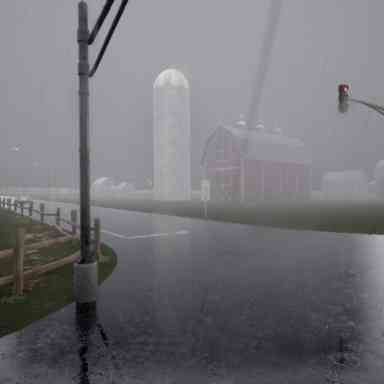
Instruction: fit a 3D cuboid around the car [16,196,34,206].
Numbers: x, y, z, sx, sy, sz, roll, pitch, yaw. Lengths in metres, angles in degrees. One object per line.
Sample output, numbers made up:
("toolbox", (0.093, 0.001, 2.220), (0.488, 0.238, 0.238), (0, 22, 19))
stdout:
("car", (-24.915, 1.230, 49.496), (2.033, 1.411, 5.357), (-1, 1, -35))
